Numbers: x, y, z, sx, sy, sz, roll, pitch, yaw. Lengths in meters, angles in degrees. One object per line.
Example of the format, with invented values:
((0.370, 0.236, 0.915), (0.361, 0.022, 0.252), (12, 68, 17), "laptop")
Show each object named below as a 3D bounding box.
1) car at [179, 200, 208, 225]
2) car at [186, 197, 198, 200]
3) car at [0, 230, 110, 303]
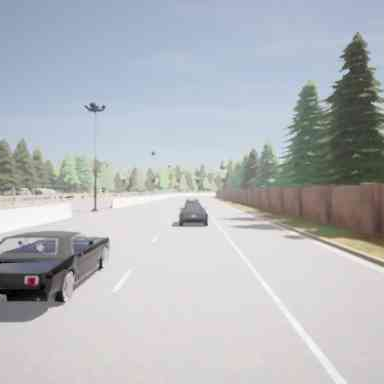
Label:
((0.105, 1.516, 23.509), (1.994, 1.385, 4.181), (0, 0, 0), "car")
((0.036, 1.408, 41.301), (2.128, 1.511, 4.902), (0, 0, 0), "car")
((-3.398, 1.584, 8.093), (1.895, 1.301, 4.718), (0, 0, 0), "car")
